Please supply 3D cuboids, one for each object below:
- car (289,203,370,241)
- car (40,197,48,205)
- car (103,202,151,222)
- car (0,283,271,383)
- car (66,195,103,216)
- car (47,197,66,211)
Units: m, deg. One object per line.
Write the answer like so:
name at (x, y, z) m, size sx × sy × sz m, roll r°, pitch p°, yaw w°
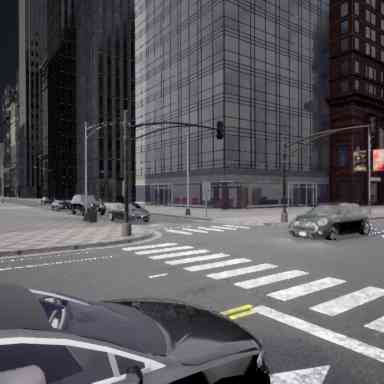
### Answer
car at (6.946, 1.352, 16.729) m, size 4.553 × 1.767 × 2.097 m, roll 0°, pitch 0°, yaw -36°
car at (-27.626, 1.652, 63.473) m, size 1.837 × 1.490 × 4.892 m, roll 0°, pitch 0°, yaw -35°
car at (-4.991, 1.555, 26.028) m, size 1.837 × 1.490 × 4.892 m, roll 0°, pitch 0°, yaw -35°
car at (-1.493, 1.491, 2.373) m, size 4.902 × 1.511 × 2.128 m, roll 0°, pitch 0°, yaw -36°
car at (-10.740, 1.294, 34.130) m, size 2.150 × 2.045 × 5.566 m, roll 0°, pitch 0°, yaw -36°
car at (-16.541, 1.660, 42.328) m, size 1.994 × 1.385 × 4.181 m, roll 0°, pitch 0°, yaw -36°
